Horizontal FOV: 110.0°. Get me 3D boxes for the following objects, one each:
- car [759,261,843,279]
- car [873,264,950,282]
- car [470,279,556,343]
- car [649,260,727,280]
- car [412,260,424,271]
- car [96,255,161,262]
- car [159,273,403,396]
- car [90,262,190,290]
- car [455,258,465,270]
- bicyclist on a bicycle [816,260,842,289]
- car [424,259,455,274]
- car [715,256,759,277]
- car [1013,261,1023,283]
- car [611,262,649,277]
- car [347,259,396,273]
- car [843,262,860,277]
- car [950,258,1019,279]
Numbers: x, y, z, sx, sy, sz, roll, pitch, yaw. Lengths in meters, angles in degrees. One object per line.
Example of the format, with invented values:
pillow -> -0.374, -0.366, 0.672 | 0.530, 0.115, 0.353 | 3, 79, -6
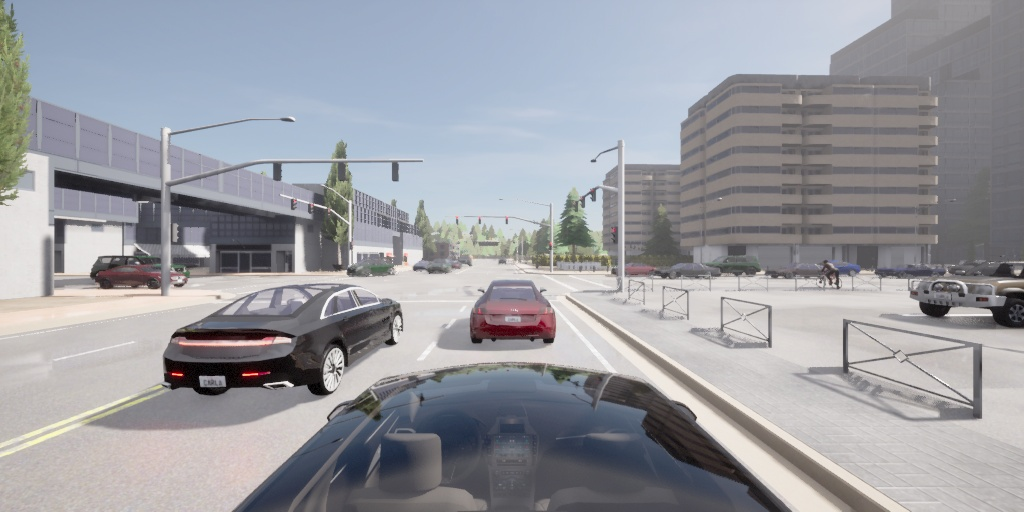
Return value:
car -> 25.295, 1.297, 31.507 | 5.357, 1.411, 2.033 | 0, 0, -2
car -> 35.158, 1.351, 31.791 | 4.718, 1.301, 1.895 | 0, 0, -2
car -> 0.009, 1.314, 9.644 | 1.994, 1.385, 4.181 | 0, 0, 0
car -> 15.225, 1.297, 31.204 | 5.357, 1.411, 2.033 | 0, 0, -2
car -> -11.848, 1.297, 47.930 | 2.033, 1.411, 5.357 | 0, 0, -2
car -> -26.453, 0.971, 25.594 | 5.566, 2.045, 2.150 | 0, 0, -1
car -> -3.476, 1.242, 6.585 | 2.128, 1.511, 4.902 | 0, 0, 0
car -> -22.895, 1.276, 22.199 | 4.674, 1.442, 1.812 | 0, 0, 0
car -> -8.470, 1.314, 52.282 | 1.994, 1.385, 4.181 | 0, 0, -1
bicyclist on a bicycle -> 17.920, 1.052, 20.297 | 0.582, 1.620, 1.656 | 0, 0, -2
car -> -8.107, 1.102, 40.437 | 2.097, 1.767, 4.553 | 0, 0, -2
car -> 21.077, 0.971, 34.884 | 5.566, 2.045, 2.150 | 0, 0, -2
car -> 43.291, 1.314, 28.395 | 4.181, 1.385, 1.994 | 0, 0, -1
car -> 11.734, 1.314, 34.600 | 4.181, 1.385, 1.994 | 0, 0, -2
car -> -13.697, 1.101, 35.048 | 2.097, 1.767, 4.553 | -1, 0, 31
car -> 31.103, 1.228, 35.178 | 5.008, 1.535, 1.882 | 0, 0, -2
car -> 46.378, 1.265, 35.554 | 4.892, 1.490, 1.837 | 0, 0, -2
